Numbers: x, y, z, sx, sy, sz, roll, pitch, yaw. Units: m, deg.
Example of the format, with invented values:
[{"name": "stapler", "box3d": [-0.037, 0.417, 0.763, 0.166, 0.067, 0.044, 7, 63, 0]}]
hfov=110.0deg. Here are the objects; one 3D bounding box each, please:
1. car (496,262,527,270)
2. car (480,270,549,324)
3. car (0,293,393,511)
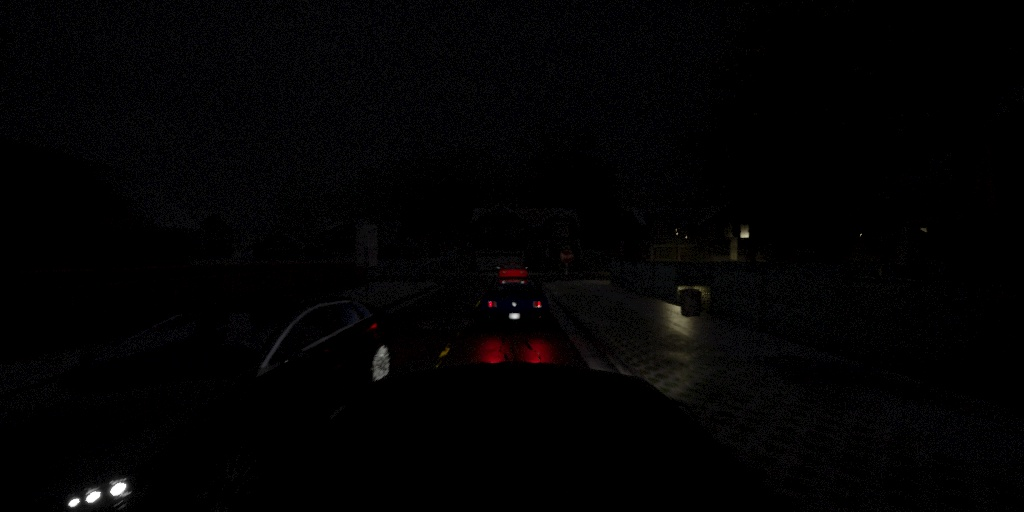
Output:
[{"name": "car", "box3d": [-0.010, 1.148, 23.948, 1.882, 1.535, 5.008, 0, 0, -2]}, {"name": "car", "box3d": [0.078, 1.316, 11.823, 1.895, 1.301, 4.718, 0, 0, 0]}, {"name": "car", "box3d": [-2.844, 1.235, 3.947, 2.128, 1.511, 4.902, 0, 0, 0]}]
